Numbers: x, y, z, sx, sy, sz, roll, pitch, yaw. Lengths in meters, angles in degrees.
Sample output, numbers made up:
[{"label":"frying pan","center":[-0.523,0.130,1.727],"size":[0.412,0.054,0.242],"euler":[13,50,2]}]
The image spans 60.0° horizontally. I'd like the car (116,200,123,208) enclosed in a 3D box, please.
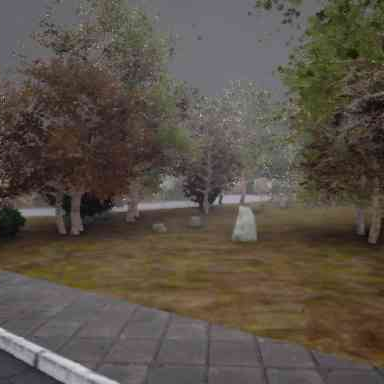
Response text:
[{"label":"car","center":[-13.540,1.857,54.491],"size":[1.837,1.490,4.892],"euler":[-1,-1,37]}]
